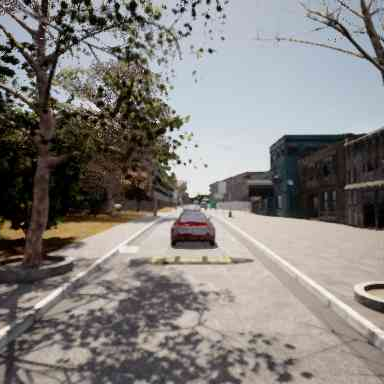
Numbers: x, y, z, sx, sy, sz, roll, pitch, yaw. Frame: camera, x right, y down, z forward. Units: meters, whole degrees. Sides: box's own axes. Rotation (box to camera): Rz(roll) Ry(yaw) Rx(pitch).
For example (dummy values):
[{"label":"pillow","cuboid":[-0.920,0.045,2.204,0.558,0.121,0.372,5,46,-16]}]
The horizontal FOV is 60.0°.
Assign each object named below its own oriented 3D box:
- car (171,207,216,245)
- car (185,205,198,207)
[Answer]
[{"label":"car","cuboid":[0.042,1.631,15.877,1.994,1.385,4.181,0,-1,0]},{"label":"car","cuboid":[-0.014,1.987,33.631,2.033,1.411,5.357,0,-2,0]}]
